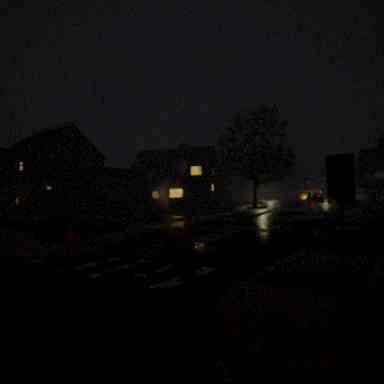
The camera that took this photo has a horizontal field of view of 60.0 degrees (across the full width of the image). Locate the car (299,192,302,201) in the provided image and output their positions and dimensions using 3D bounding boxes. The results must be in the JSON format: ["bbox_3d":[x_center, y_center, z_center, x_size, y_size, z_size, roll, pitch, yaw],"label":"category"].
[{"bbox_3d":[19.057,0.623,55.703,1.882,1.535,5.008,-2,0,12],"label":"car"}]

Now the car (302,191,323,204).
[{"bbox_3d":[16.793,0.771,45.747,2.128,1.511,4.902,-2,0,15],"label":"car"}]
